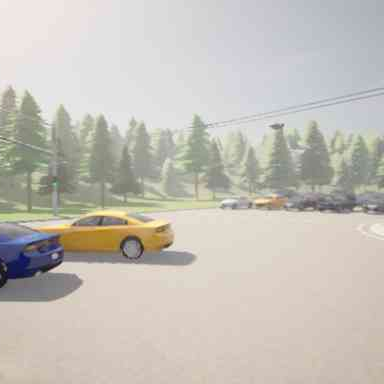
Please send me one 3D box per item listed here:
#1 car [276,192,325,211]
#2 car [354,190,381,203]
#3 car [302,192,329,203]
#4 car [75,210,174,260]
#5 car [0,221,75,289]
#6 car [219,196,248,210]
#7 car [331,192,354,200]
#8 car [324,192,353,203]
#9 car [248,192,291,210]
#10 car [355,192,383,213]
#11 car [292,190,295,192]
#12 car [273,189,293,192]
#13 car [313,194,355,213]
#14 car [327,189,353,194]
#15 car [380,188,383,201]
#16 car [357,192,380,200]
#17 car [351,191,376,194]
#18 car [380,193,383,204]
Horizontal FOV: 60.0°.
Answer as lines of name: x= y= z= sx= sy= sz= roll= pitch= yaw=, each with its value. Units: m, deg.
car: x=10.822 y=1.062 z=33.003 sx=2.128 sy=1.511 sz=4.902 roll=0 pitch=1 yaw=45
car: x=24.908 y=0.611 z=47.082 sx=4.553 sy=1.767 sz=2.097 roll=-1 pitch=1 yaw=-45
car: x=18.911 y=0.787 z=50.977 sx=5.008 sy=1.535 sz=1.882 roll=-1 pitch=1 yaw=-44
car: x=-3.152 y=1.417 z=11.768 sx=5.008 sy=1.535 sz=1.882 roll=-1 pitch=0 yaw=11
car: x=-5.895 y=1.482 z=8.511 sx=5.008 sy=1.535 sz=1.882 roll=-1 pitch=0 yaw=5
car: x=4.976 y=1.143 z=37.049 sx=1.812 sy=1.442 sz=4.674 roll=0 pitch=1 yaw=45
car: x=26.431 y=0.670 z=58.274 sx=4.674 sy=1.442 sz=1.812 roll=-1 pitch=1 yaw=-41
car: x=21.426 y=0.786 z=48.561 sx=4.902 sy=1.511 sz=2.128 roll=-1 pitch=1 yaw=-45
car: x=8.532 y=1.058 z=35.664 sx=1.882 sy=1.535 sz=5.008 roll=0 pitch=1 yaw=45
car: x=16.165 y=1.026 z=28.447 sx=2.128 sy=1.511 sz=4.902 roll=0 pitch=1 yaw=45
car: x=14.987 y=0.789 z=42.135 sx=2.097 sy=1.767 sz=4.553 roll=0 pitch=1 yaw=45
car: x=11.824 y=0.687 z=43.920 sx=5.566 sy=2.045 sz=2.150 roll=-1 pitch=1 yaw=-45
car: x=13.277 y=1.158 z=30.508 sx=1.895 sy=1.301 sz=4.718 roll=0 pitch=1 yaw=45
car: x=17.783 y=0.638 z=39.989 sx=2.150 sy=2.045 sz=5.566 roll=0 pitch=1 yaw=45
car: x=33.158 y=0.301 z=54.637 sx=5.566 sy=2.045 sz=2.150 roll=-2 pitch=1 yaw=-39
car: x=30.114 y=0.670 z=56.767 sx=4.181 sy=1.385 sz=1.994 roll=-1 pitch=1 yaw=-39
car: x=19.615 y=0.943 z=36.862 sx=4.674 sy=1.442 sz=1.812 roll=-1 pitch=1 yaw=-45
car: x=26.559 y=0.827 z=43.772 sx=4.181 sy=1.385 sz=1.994 roll=-1 pitch=1 yaw=-44
